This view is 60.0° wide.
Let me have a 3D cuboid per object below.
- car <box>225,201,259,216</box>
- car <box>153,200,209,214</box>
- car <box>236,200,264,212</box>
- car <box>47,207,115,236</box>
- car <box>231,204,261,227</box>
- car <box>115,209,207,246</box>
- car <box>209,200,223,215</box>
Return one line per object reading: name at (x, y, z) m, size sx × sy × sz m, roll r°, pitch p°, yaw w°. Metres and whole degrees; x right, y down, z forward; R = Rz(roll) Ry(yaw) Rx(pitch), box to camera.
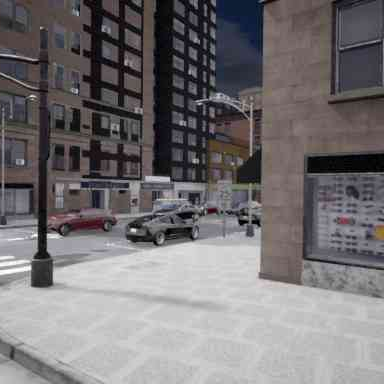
car at (5.034, 1.813, 35.555) m, size 2.033 × 1.411 × 5.357 m, roll 1°, pitch 0°, yaw 36°
car at (-1.061, 1.673, 27.089) m, size 2.128 × 1.511 × 4.902 m, roll 1°, pitch 0°, yaw 35°
car at (7.646, 1.823, 43.608) m, size 1.752 × 1.417 × 4.829 m, roll 0°, pitch 0°, yaw 36°
car at (-6.521, 1.634, 19.493) m, size 1.812 × 1.442 × 4.674 m, roll 1°, pitch 0°, yaw 37°
car at (5.040, 1.850, 25.381) m, size 1.947 × 1.339 × 4.313 m, roll 0°, pitch 0°, yaw 36°
car at (-1.378, 1.764, 16.456) m, size 1.947 × 1.339 × 4.313 m, roll 0°, pitch 0°, yaw 36°
car at (1.329, 1.645, 34.821) m, size 1.967 × 1.590 × 4.097 m, roll 0°, pitch 0°, yaw 36°
